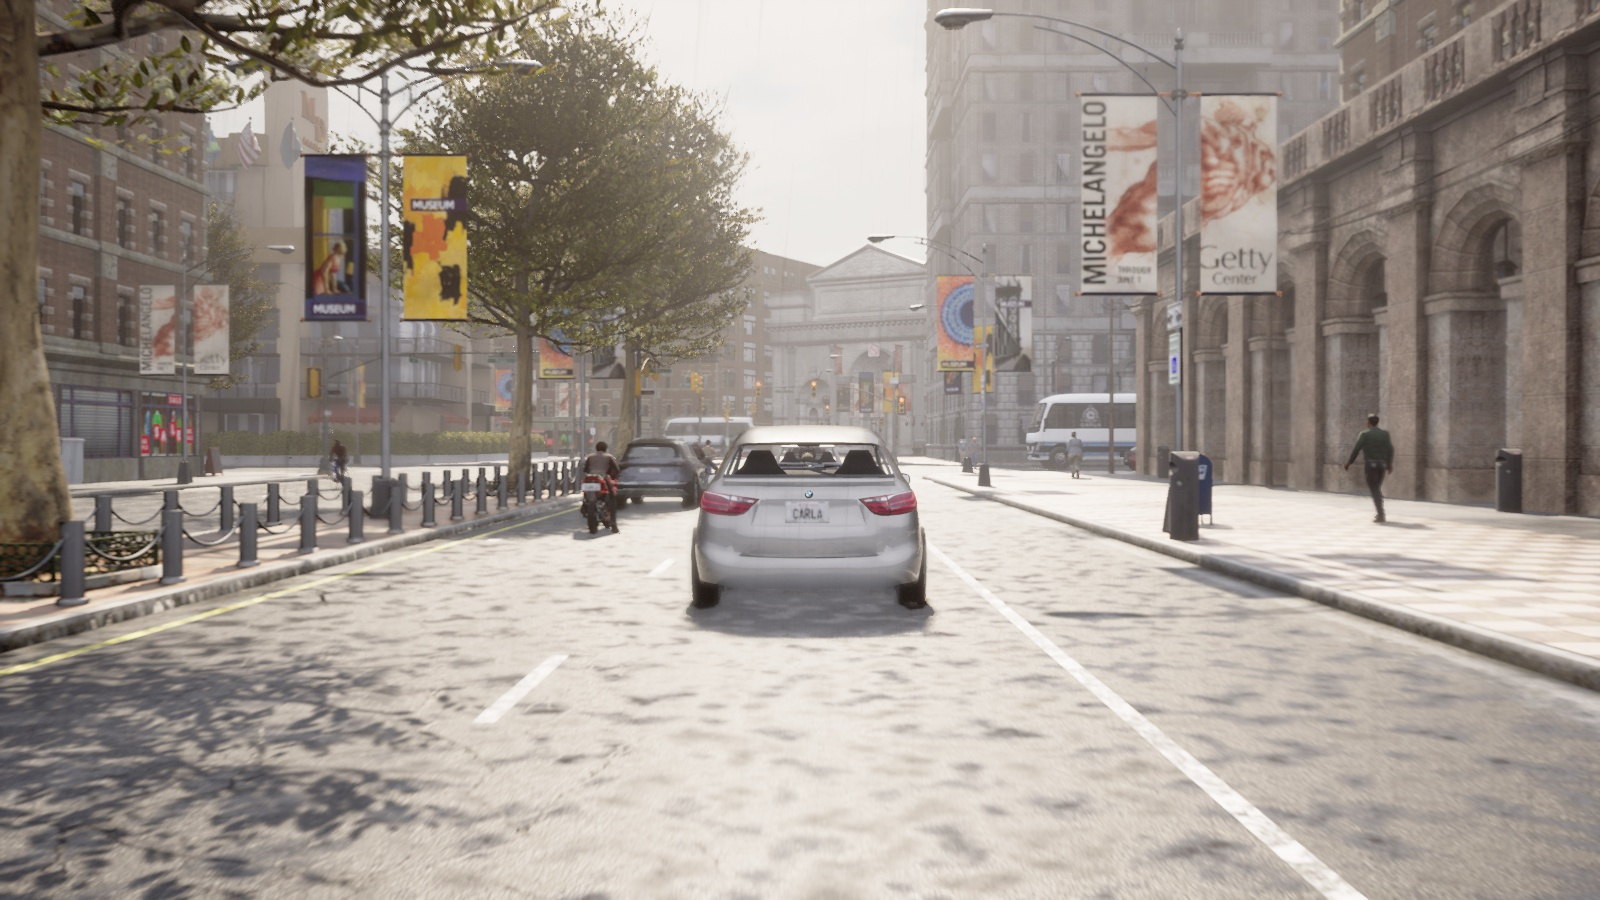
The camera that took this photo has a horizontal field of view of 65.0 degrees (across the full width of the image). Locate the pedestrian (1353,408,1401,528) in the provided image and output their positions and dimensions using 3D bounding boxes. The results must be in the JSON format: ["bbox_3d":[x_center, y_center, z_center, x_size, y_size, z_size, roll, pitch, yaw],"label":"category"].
[{"bbox_3d":[9.600,0.293,20.907,0.423,1.949,0.788,0,0,0],"label":"pedestrian"}]

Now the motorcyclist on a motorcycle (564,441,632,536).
[{"bbox_3d":[-3.365,0.607,21.077,0.797,1.523,2.044,0,0,0],"label":"motorcyclist on a motorcycle"}]

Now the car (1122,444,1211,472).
[{"bbox_3d":[19.486,0.399,66.915,4.193,1.474,1.816,0,0,0],"label":"car"}]

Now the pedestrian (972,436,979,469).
[{"bbox_3d":[9.913,0.140,70.954,0.354,1.836,0.706,0,0,9],"label":"pedestrian"}]

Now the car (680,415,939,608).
[{"bbox_3d":[0.090,0.517,13.181,2.242,1.667,4.611,0,0,0],"label":"car"}]

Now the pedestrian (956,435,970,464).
[{"bbox_3d":[10.450,-0.041,80.355,0.874,1.855,0.900,0,0,6],"label":"pedestrian"}]

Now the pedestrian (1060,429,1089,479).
[{"bbox_3d":[10.279,0.146,47.019,0.874,1.855,0.900,0,0,0],"label":"pedestrian"}]

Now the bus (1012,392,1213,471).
[{"bbox_3d":[17.351,-1.013,70.408,10.273,4.253,3.944,0,0,0],"label":"bus"}]

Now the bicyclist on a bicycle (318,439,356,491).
[{"bbox_3d":[-14.757,0.462,40.077,0.582,1.620,1.656,0,1,0],"label":"bicyclist on a bicycle"}]

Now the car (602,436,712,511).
[{"bbox_3d":[-3.314,0.505,30.015,2.033,1.649,4.856,0,0,0],"label":"car"}]
